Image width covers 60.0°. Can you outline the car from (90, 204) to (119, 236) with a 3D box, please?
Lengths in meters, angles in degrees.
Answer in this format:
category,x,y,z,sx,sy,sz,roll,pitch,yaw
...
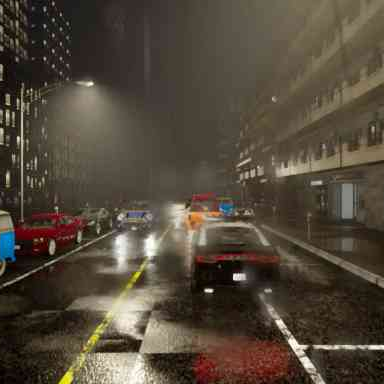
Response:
category,x,y,z,sx,sy,sz,roll,pitch,yaw
car,-5.669,1.568,18.519,1.947,1.339,4.313,0,0,0

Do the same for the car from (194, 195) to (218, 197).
category,x,y,z,sx,sy,sz,roll,pitch,yaw
car,0.933,1.230,24.871,2.150,2.045,5.566,0,0,0

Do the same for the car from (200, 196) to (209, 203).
category,x,y,z,sx,sy,sz,roll,pitch,yaw
car,2.783,1.622,73.737,1.947,1.339,4.313,0,0,0

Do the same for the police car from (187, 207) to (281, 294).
category,x,y,z,sx,sy,sz,roll,pitch,yaw
police car,0.912,1.425,8.950,1.930,1.638,5.238,0,0,0

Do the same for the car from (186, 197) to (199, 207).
category,x,y,z,sx,sy,sz,roll,pitch,yaw
car,0.072,1.578,54.431,2.033,1.411,5.357,0,0,0

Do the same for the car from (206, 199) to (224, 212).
category,x,y,z,sx,sy,sz,roll,pitch,yaw
car,2.740,1.562,40.599,1.887,1.381,4.507,0,0,0

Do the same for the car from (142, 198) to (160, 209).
category,x,y,z,sx,sy,sz,roll,pitch,yaw
car,-5.634,1.573,46.133,2.008,1.369,4.403,0,0,0

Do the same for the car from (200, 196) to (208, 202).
category,x,y,z,sx,sy,sz,roll,pitch,yaw
car,2.790,1.591,79.429,1.752,1.417,4.829,0,0,0

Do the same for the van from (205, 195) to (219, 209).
category,x,y,z,sx,sy,sz,roll,pitch,yaw
van,2.747,1.364,46.122,1.690,1.788,3.998,0,0,0

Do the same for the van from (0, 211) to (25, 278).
category,x,y,z,sx,sy,sz,roll,pitch,yaw
van,-5.683,1.341,7.473,1.690,1.788,3.998,0,0,0

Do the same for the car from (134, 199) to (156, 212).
category,x,y,z,sx,sy,sz,roll,pitch,yaw
car,-5.641,1.568,40.610,2.008,1.369,4.403,0,0,0

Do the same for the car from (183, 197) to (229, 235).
category,x,y,z,sx,sy,sz,roll,pitch,yaw
car,0.681,1.349,18.805,2.097,1.767,4.553,0,0,0

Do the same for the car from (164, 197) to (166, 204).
category,x,y,z,sx,sy,sz,roll,pitch,yaw
car,-5.627,1.468,51.657,1.967,1.590,4.097,0,0,0

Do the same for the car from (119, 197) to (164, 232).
category,x,y,z,sx,sy,sz,roll,pitch,yaw
car,-3.074,1.354,19.895,2.097,1.767,4.553,0,0,0

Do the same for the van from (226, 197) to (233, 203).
category,x,y,z,sx,sy,sz,roll,pitch,yaw
van,2.726,1.349,29.554,1.690,1.788,3.998,0,0,0

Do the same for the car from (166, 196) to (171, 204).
category,x,y,z,sx,sy,sz,roll,pitch,yaw
car,-5.612,1.606,62.702,1.947,1.339,4.313,0,0,0

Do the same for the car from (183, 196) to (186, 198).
category,x,y,z,sx,sy,sz,roll,pitch,yaw
car,0.085,1.526,44.235,1.837,1.490,4.892,0,0,1

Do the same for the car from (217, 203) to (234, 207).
category,x,y,z,sx,sy,sz,roll,pitch,yaw
car,2.712,1.553,18.508,2.008,1.369,4.403,0,0,0

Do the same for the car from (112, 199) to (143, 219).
category,x,y,z,sx,sy,sz,roll,pitch,yaw
car,-5.655,1.448,29.566,1.967,1.590,4.097,0,0,0

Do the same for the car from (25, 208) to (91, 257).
category,x,y,z,sx,sy,sz,roll,pitch,yaw
car,-5.676,1.545,12.996,1.887,1.381,4.507,0,0,0
